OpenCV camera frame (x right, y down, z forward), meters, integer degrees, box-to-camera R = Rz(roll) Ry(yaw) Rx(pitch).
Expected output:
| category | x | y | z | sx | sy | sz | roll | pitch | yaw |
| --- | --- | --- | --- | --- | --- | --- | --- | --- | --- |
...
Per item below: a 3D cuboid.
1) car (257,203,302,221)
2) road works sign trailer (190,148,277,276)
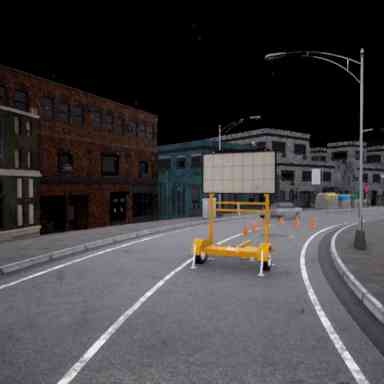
| category | x | y | z | sx | sy | sz | roll | pitch | yaw |
| --- | --- | --- | --- | --- | --- | --- | --- | --- | --- |
| car | 7.352 | 1.586 | 27.735 | 1.895 | 1.301 | 4.718 | 1 | 0 | 42 |
| road works sign trailer | 1.519 | 0.460 | 10.603 | 2.380 | 3.560 | 2.880 | 0 | 0 | 24 |
